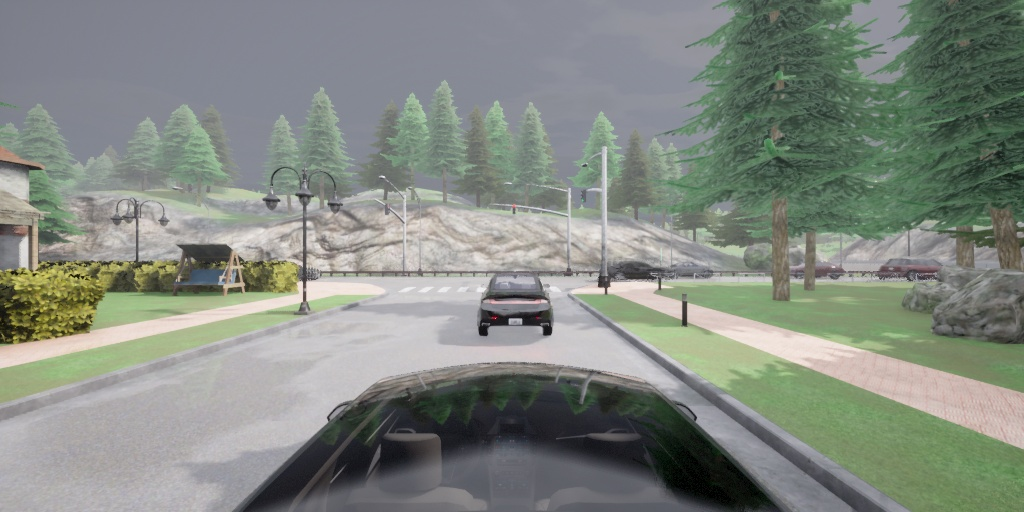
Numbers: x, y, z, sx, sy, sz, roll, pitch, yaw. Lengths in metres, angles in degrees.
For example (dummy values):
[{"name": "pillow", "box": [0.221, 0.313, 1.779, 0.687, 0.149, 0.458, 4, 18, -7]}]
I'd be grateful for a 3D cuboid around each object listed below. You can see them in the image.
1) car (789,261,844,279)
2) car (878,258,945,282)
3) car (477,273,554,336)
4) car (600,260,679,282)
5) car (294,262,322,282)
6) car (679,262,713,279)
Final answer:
[{"name": "car", "box": [24.485, 1.113, 29.438, 4.674, 1.442, 1.812, 0, 0, 0]}, {"name": "car", "box": [29.385, 0.939, 25.769, 4.553, 1.767, 2.097, 0, 0, 0]}, {"name": "car", "box": [0.098, 1.242, 10.370, 2.128, 1.511, 4.902, 0, 0, 1]}, {"name": "car", "box": [8.924, 1.065, 25.814, 5.008, 1.535, 1.882, 0, 0, 0]}, {"name": "car", "box": [-16.291, 1.113, 25.876, 4.674, 1.442, 1.812, 0, 0, 0]}, {"name": "car", "box": [14.183, 1.151, 29.496, 4.181, 1.385, 1.994, 0, 0, 0]}]
